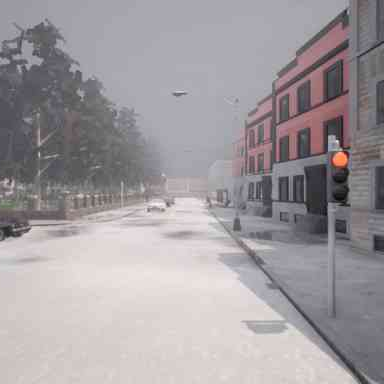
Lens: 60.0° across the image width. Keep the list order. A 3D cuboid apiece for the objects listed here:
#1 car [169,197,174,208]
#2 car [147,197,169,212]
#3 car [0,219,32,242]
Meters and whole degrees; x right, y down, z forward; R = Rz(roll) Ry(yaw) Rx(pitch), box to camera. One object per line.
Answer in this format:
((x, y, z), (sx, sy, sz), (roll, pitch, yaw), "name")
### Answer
((-4.056, 1.601, 49.026), (1.895, 1.301, 4.718), (0, 0, 0), "car")
((-4.055, 1.525, 38.931), (1.812, 1.442, 4.674), (0, 0, 0), "car")
((-10.130, 1.601, 15.496), (4.718, 1.301, 1.895), (0, 0, -2), "car")
